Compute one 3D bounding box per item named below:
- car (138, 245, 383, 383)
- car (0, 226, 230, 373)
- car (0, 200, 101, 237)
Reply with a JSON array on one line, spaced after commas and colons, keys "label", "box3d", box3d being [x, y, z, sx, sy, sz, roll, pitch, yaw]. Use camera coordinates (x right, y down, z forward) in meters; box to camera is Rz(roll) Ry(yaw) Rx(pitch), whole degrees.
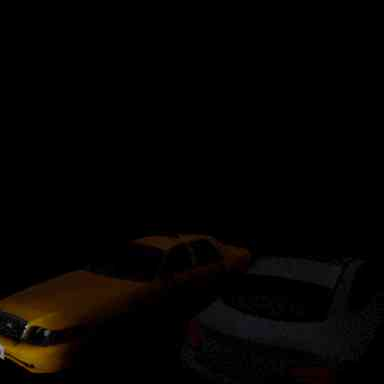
[{"label": "car", "box3d": [1.674, 1.522, 4.563, 2.002, 1.452, 4.674, 0, 0, 36]}, {"label": "car", "box3d": [-0.686, 1.479, 6.026, 1.946, 1.575, 5.366, 0, 0, 36]}, {"label": "car", "box3d": [-5.067, 1.231, 9.423, 2.435, 2.045, 5.566, 0, 0, 36]}]
